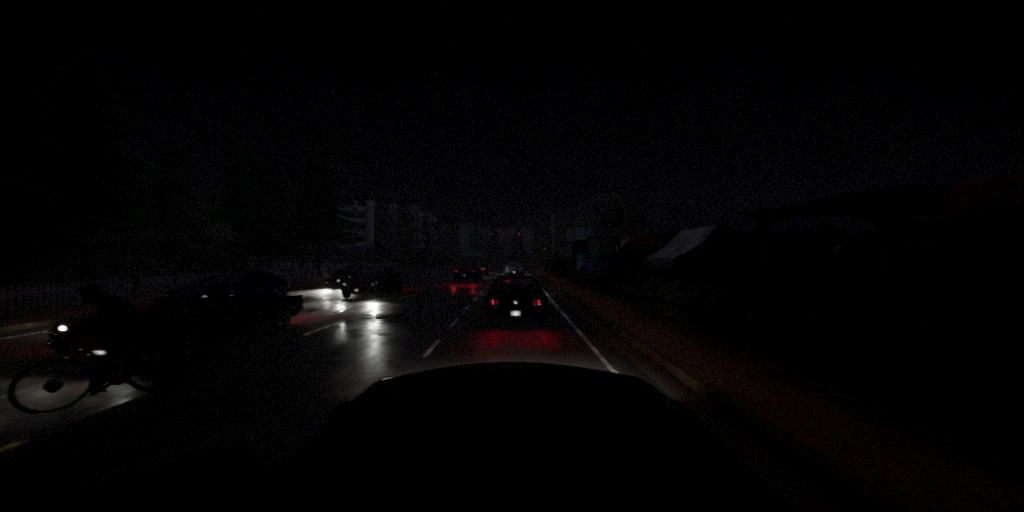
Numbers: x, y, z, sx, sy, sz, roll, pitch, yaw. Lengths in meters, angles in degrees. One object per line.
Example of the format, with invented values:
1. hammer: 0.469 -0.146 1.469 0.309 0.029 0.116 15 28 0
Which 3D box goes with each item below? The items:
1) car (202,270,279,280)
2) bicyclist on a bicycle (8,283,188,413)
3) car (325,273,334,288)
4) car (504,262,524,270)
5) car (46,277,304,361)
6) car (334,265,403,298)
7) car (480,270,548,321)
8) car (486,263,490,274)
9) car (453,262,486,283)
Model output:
1. car: -10.558 1.265 13.733 1.812 1.442 4.674 0 0 0
2. bicyclist on a bicycle: -5.567 1.196 4.963 0.582 1.620 1.656 0 0 38
3. car: -10.514 1.306 23.728 1.994 1.385 4.181 0 0 1
4. car: 0.196 1.285 35.661 1.812 1.442 4.674 0 0 0
5. car: -7.085 1.343 8.371 1.895 1.301 4.718 0 0 0
6. car: -7.043 1.271 18.572 1.812 1.442 4.674 0 0 0
7. car: 0.121 1.354 12.470 1.895 1.301 4.718 0 0 0
8. car: -3.397 1.303 37.949 2.033 1.411 5.357 0 0 0
9. car: -3.378 1.231 28.135 1.882 1.535 5.008 0 0 1
